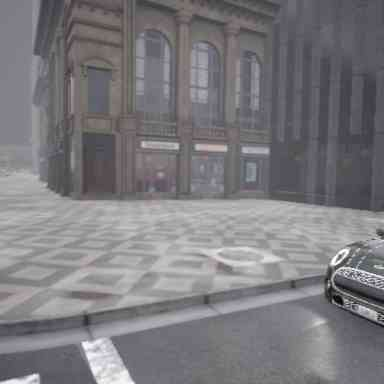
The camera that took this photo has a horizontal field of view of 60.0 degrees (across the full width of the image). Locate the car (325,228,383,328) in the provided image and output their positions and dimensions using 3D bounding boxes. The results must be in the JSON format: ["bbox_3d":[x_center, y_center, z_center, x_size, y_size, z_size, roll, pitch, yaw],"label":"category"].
[{"bbox_3d":[4.532,1.149,5.806,4.553,1.767,2.097,0,4,-28],"label":"car"}]
